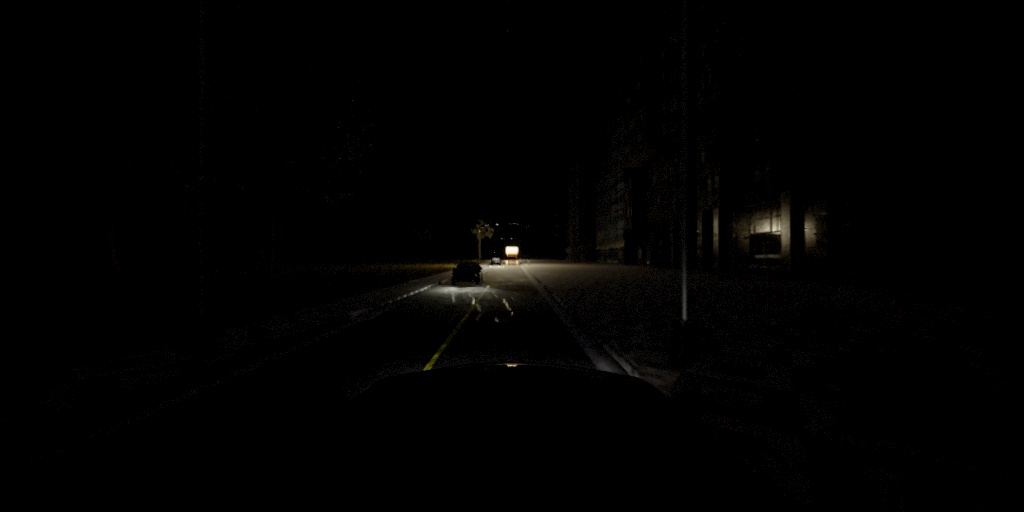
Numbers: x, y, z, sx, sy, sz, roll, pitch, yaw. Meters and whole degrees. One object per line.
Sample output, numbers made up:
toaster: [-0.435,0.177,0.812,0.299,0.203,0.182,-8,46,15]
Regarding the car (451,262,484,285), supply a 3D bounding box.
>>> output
car: [-3.093,1.166,25.536,1.882,1.535,5.008,0,0,0]
